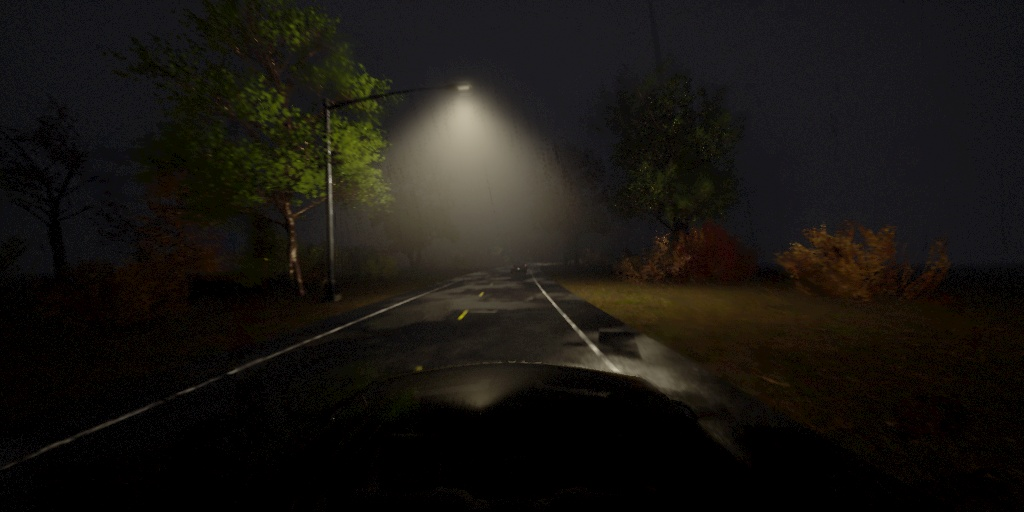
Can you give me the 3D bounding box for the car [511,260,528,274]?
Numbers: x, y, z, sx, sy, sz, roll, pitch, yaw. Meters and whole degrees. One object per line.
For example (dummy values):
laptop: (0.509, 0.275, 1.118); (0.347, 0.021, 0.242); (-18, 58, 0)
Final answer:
car: (0.916, 1.564, 46.696); (1.994, 1.385, 4.181); (-2, 0, 3)
